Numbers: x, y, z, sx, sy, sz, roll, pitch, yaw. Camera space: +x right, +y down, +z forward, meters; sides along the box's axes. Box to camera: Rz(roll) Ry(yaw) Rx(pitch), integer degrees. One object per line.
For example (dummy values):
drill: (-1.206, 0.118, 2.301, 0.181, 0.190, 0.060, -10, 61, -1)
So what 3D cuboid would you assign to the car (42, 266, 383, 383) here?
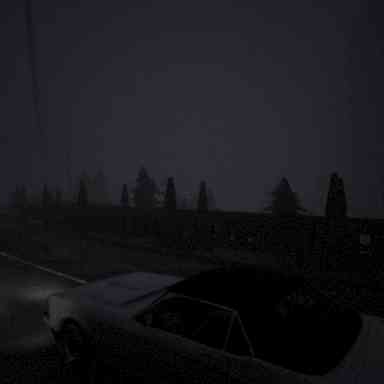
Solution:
car: (0.249, 1.620, 3.986, 4.718, 1.301, 1.895, 0, 0, 37)
